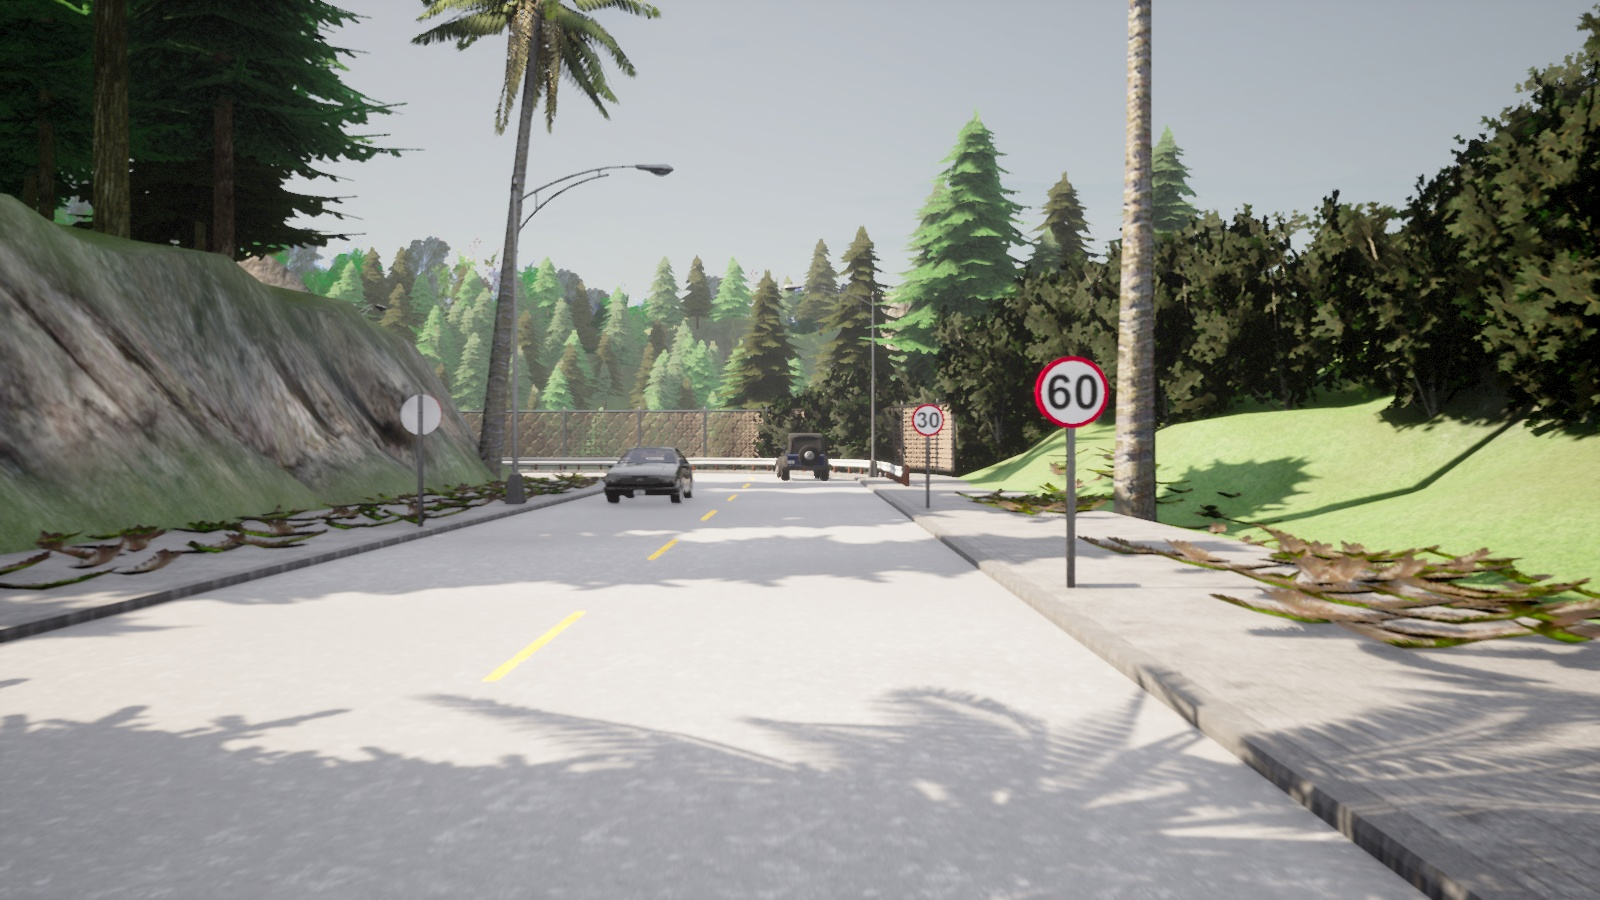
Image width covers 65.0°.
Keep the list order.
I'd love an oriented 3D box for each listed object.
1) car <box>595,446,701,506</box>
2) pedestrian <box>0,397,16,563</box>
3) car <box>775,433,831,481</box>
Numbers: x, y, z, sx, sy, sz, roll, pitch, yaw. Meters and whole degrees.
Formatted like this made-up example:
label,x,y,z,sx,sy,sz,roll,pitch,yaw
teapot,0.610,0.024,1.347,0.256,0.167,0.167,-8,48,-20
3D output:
label,x,y,z,sx,sy,sz,roll,pitch,yaw
car,-3.809,0.608,32.377,2.033,1.411,5.357,0,0,0
pedestrian,-9.213,0.335,13.977,0.540,1.848,0.694,0,0,0
car,0.085,0.257,50.891,1.905,1.878,3.866,0,0,-5
